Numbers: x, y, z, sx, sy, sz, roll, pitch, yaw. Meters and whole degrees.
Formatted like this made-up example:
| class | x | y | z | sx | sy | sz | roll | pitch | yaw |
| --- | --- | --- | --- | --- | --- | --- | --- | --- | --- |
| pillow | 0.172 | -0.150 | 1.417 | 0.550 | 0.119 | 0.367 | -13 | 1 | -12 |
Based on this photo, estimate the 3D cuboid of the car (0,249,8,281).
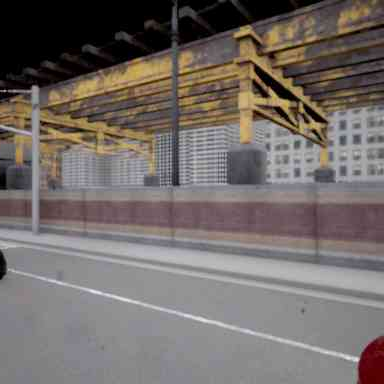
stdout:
| class | x | y | z | sx | sy | sz | roll | pitch | yaw |
| --- | --- | --- | --- | --- | --- | --- | --- | --- | --- |
| car | -6.692 | 1.639 | 8.733 | 4.181 | 1.385 | 1.994 | -1 | 0 | 36 |

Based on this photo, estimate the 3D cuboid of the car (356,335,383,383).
| class | x | y | z | sx | sy | sz | roll | pitch | yaw |
| --- | --- | --- | --- | --- | --- | --- | --- | --- | --- |
| car | 3.493 | 1.463 | 1.501 | 5.008 | 1.535 | 1.882 | 0 | 0 | 35 |
